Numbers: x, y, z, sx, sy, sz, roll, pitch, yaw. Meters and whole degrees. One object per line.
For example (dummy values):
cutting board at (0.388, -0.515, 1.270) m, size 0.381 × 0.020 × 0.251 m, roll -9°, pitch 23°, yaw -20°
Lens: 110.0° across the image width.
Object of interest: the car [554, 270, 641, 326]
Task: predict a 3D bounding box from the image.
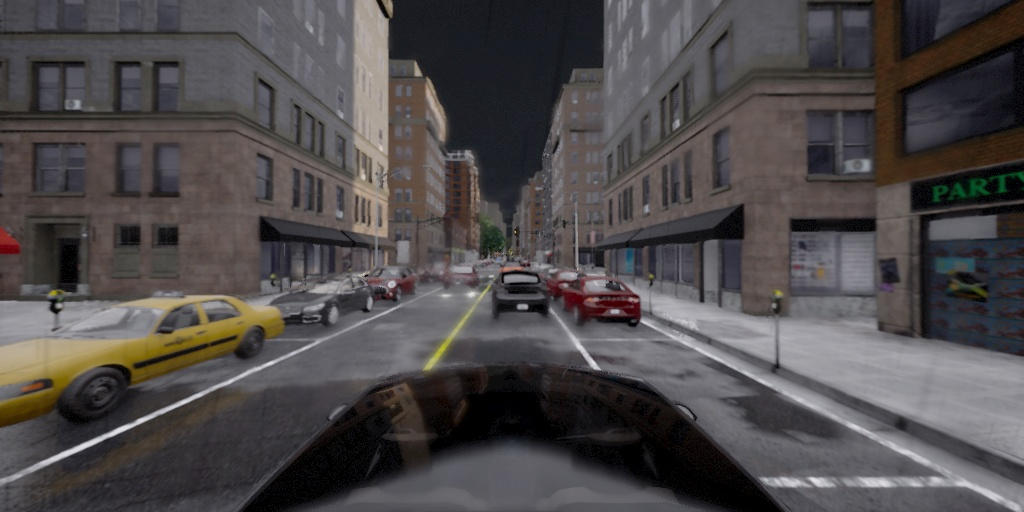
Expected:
car at (2.668, 1.311, 11.525) m, size 1.888 × 1.381 × 4.507 m, roll 0°, pitch 0°, yaw 0°

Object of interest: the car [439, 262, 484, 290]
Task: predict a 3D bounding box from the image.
car at (-3.083, 1.313, 22.784) m, size 1.812 × 1.442 × 4.674 m, roll 0°, pitch 0°, yaw 0°

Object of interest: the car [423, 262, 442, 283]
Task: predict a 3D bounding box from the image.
car at (-5.865, 1.238, 27.992) m, size 1.967 × 1.591 × 4.097 m, roll 0°, pitch 0°, yaw 0°

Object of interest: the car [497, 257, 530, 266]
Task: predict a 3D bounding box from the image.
car at (0.088, 1.155, 29.340) m, size 2.097 × 1.767 × 4.553 m, roll 0°, pitch 0°, yaw 0°

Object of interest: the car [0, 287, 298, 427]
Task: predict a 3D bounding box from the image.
car at (-5.858, 1.282, 5.851) m, size 1.751 × 1.417 × 4.829 m, roll 0°, pitch 0°, yaw 0°

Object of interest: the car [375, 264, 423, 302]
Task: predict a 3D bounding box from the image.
car at (-5.861, 1.215, 17.006) m, size 1.967 × 1.591 × 4.097 m, roll 0°, pitch 0°, yaw 0°

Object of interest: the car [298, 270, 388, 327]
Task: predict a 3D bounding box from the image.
car at (-5.860, 1.316, 11.513) m, size 2.007 × 1.370 × 4.403 m, roll 0°, pitch 0°, yaw 0°

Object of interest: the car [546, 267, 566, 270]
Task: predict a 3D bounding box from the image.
car at (2.665, 1.321, 17.016) m, size 1.888 × 1.381 × 4.507 m, roll 0°, pitch 0°, yaw 0°

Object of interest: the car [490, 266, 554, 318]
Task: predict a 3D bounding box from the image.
car at (0.221, 1.273, 13.061) m, size 1.837 × 1.490 × 4.892 m, roll 0°, pitch 0°, yaw -3°
